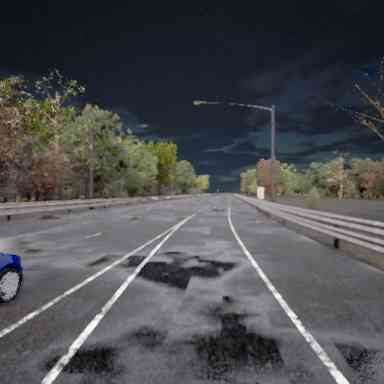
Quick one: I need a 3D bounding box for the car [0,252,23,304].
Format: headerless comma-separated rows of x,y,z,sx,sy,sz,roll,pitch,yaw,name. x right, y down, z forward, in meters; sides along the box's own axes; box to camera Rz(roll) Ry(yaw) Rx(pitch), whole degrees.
-4.777,1.485,5.230,1.882,1.535,5.008,0,0,6,car
